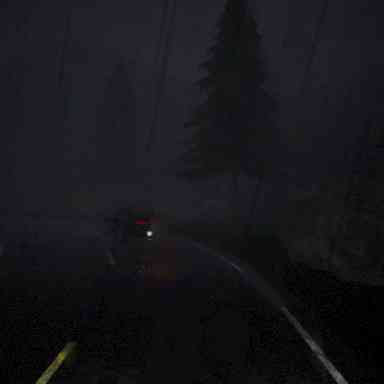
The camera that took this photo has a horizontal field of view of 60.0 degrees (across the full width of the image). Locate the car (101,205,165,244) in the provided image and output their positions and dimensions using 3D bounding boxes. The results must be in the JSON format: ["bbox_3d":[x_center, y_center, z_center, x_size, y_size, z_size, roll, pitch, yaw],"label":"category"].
[{"bbox_3d":[-2.841,1.389,15.423,1.837,1.490,4.892,1,0,-28],"label":"car"}]
